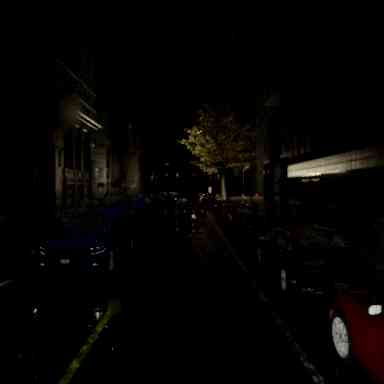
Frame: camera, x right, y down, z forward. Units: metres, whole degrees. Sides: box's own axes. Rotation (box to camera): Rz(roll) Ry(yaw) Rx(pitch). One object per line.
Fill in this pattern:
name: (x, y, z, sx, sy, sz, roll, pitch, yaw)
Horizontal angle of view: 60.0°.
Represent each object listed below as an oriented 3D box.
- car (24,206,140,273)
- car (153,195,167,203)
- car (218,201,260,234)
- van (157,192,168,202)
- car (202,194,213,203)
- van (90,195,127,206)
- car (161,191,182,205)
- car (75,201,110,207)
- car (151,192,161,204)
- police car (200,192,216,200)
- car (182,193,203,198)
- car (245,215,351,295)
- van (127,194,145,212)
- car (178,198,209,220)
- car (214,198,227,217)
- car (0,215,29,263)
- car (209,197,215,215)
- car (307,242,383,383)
car: (-3.087, 1.409, 10.589, 1.882, 1.535, 5.008, 0, 0, 0)
car: (-5.764, 1.198, 60.296, 1.947, 1.339, 4.313, 0, 0, 0)
car: (2.761, 1.434, 18.215, 2.008, 1.369, 4.403, 0, 0, 0)
van: (-5.765, 0.943, 65.707, 1.690, 1.788, 3.998, 0, 0, 0)
car: (2.761, 1.175, 60.526, 1.887, 1.381, 4.507, 0, 0, 0)
van: (-5.765, 1.198, 22.402, 1.690, 1.788, 3.998, 0, 0, 0)
car: (-3.078, 1.042, 50.111, 2.097, 1.767, 4.553, 0, 0, 0)
car: (-5.764, 1.417, 16.820, 1.752, 1.417, 4.829, 0, 0, 0)
car: (-5.764, 1.207, 54.882, 1.887, 1.381, 4.507, 0, 0, 0)
police car: (2.366, 1.137, 46.197, 1.930, 1.638, 5.238, 0, 0, 0)
car: (0.089, 1.209, 45.417, 2.128, 1.511, 4.902, 0, 0, 0)
car: (2.761, 1.496, 8.343, 2.008, 1.369, 4.403, 0, 0, 0)
van: (-5.765, 1.131, 33.229, 1.690, 1.788, 3.998, 0, 0, 0)
car: (0.100, 1.434, 26.287, 1.895, 1.301, 4.718, 0, 0, 0)
car: (2.761, 1.374, 23.674, 1.752, 1.417, 4.829, 0, 0, 0)
car: (-5.764, 1.491, 11.577, 1.947, 1.339, 4.313, 0, 0, 0)
car: (2.761, 1.383, 28.794, 1.947, 1.339, 4.313, 0, 0, 0)
car: (2.761, 1.525, 2.899, 1.887, 1.381, 4.507, 0, 0, 0)
